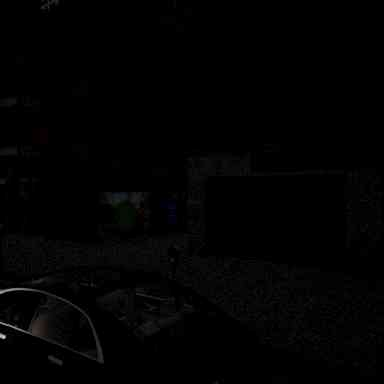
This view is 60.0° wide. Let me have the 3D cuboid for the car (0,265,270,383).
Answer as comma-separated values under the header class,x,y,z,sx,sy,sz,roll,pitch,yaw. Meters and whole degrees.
class,x,y,z,sx,sy,sz,roll,pitch,yaw
car,-1.339,1.551,3.803,4.403,1.369,2.008,0,0,36
